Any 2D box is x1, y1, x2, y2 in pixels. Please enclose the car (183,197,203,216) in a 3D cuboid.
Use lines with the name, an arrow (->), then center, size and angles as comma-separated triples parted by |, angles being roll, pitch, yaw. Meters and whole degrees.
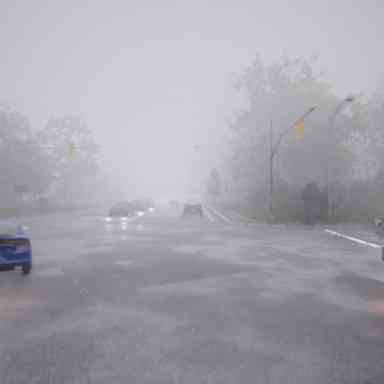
car -> 0.090, 1.625, 34.116 | 1.882, 1.535, 5.008 | 0, 0, 0

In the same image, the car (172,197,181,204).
car -> -3.522, 1.848, 74.947 | 1.812, 1.442, 4.674 | 0, 0, 0

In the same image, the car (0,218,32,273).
car -> -6.145, 1.523, 10.247 | 1.882, 1.535, 5.008 | 1, -1, -31

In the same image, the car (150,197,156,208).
car -> -7.015, 1.582, 53.145 | 2.097, 1.767, 4.553 | 0, 0, 0

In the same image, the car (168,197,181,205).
car -> -3.519, 1.881, 64.674 | 1.895, 1.301, 4.718 | 0, 0, 0

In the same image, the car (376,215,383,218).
car -> 12.992, 1.573, 18.865 | 4.902, 1.511, 2.128 | 0, 0, 4

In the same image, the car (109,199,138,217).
car -> -7.089, 1.652, 33.852 | 1.837, 1.490, 4.892 | 0, 0, 0

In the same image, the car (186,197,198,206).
car -> -0.017, 1.765, 63.023 | 2.128, 1.511, 4.902 | 0, 0, 0

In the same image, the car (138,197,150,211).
car -> -7.041, 1.692, 43.220 | 1.837, 1.490, 4.892 | 0, 0, 0

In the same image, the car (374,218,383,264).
car -> 7.384, 1.528, 8.430 | 4.902, 1.511, 2.128 | 0, -1, -9
